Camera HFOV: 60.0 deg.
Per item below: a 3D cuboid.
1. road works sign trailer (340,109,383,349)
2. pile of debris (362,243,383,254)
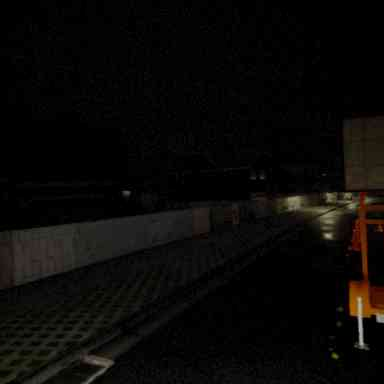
[{"bbox_3d":[3.843,0.357,5.516,2.380,3.560,2.880,-3,-1,27],"label":"road works sign trailer"},{"bbox_3d":[7.058,1.988,11.723,1.860,0.140,1.500,-3,-1,27],"label":"pile of debris"}]
